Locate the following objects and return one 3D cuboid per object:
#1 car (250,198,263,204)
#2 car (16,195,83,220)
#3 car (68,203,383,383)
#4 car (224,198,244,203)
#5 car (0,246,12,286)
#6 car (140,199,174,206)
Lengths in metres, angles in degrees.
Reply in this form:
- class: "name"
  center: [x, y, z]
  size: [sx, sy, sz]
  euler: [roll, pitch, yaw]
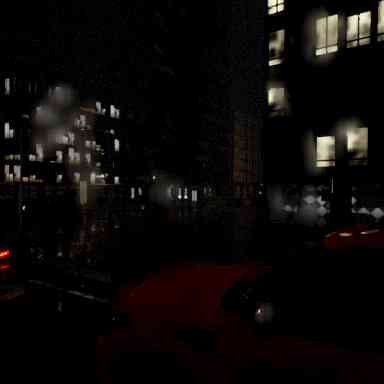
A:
- class: "car"
  center: [11.587, 1.793, 55.978]
  size: [2.033, 1.411, 5.357]
  euler: [1, 0, 37]
- class: "car"
  center: [-12.282, 1.279, 29.196]
  size: [2.150, 2.045, 5.566]
  euler: [1, 0, 39]
- class: "car"
  center: [1.740, 1.222, 2.444]
  size: [5.566, 2.045, 2.150]
  euler: [0, 0, 35]
- class: "car"
  center: [7.046, 1.730, 55.094]
  size: [1.812, 1.442, 4.674]
  euler: [1, 0, 37]
- class: "car"
  center: [-6.162, 1.522, 8.063]
  size: [4.674, 1.442, 1.812]
  euler: [0, 0, 35]
- class: "car"
  center: [-4.181, 1.612, 40.140]
  size: [2.128, 1.511, 4.902]
  euler: [1, 0, 36]
